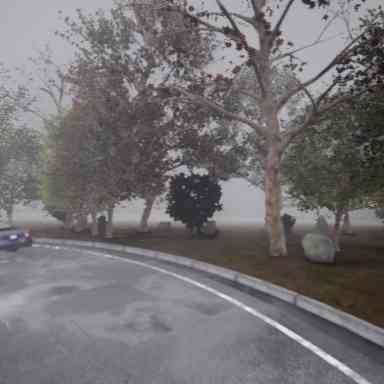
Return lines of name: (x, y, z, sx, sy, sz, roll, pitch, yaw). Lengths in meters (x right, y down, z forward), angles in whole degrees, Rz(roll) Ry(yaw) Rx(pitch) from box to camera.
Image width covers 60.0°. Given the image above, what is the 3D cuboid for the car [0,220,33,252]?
car: (-8.914, 1.780, 13.439, 5.357, 1.411, 2.033, -1, 0, 25)
